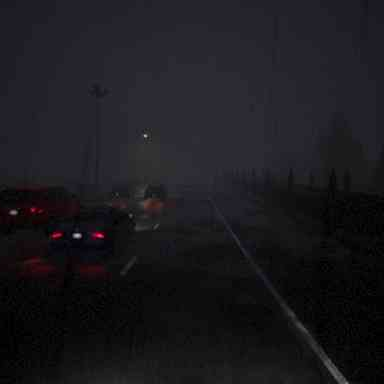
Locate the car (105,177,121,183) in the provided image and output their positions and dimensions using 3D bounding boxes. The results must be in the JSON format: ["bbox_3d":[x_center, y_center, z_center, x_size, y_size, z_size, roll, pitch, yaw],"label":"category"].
[{"bbox_3d":[-17.487,-2.500,75.569,2.150,2.045,5.566,0,1,0],"label":"car"}]

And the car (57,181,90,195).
[{"bbox_3d":[-14.086,-0.536,39.938,2.033,1.411,5.357,0,4,0],"label":"car"}]

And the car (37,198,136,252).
[{"bbox_3d":[-3.398,1.218,12.355,2.033,1.411,5.357,0,3,0],"label":"car"}]

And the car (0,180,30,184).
[{"bbox_3d":[-17.589,-0.379,34.488,2.097,1.767,4.553,0,4,0],"label":"car"}]

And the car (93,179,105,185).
[{"bbox_3d":[-20.987,-2.225,75.602,1.837,1.490,4.892,0,1,0],"label":"car"}]

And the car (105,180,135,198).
[{"bbox_3d":[-6.895,-0.112,33.044,1.812,1.442,4.674,0,4,0],"label":"car"}]

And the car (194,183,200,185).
[{"bbox_3d":[1.240,-1.694,91.514,1.837,1.490,4.892,0,-2,0],"label":"car"}]

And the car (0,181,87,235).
[{"bbox_3d":[-6.897,0.712,15.570,2.150,2.045,5.566,0,4,0],"label":"car"}]

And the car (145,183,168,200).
[{"bbox_3d":[-3.395,-0.081,32.029,2.128,1.511,4.902,0,4,0],"label":"car"}]
